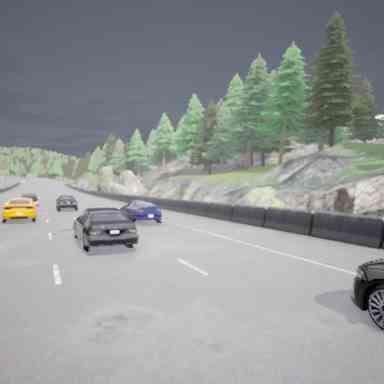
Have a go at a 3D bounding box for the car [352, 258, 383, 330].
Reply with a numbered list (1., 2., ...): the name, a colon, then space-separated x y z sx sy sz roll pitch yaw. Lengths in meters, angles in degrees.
1. car: 4.395 1.421 4.100 2.128 1.511 4.902 0 1 -24

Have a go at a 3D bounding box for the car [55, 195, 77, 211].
1. car: -12.429 1.032 32.933 2.033 1.411 5.357 0 1 -24

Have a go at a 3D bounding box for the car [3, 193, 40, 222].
1. car: -11.684 1.123 22.760 1.882 1.535 5.008 0 1 -24

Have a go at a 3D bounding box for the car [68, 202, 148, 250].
1. car: -3.599 1.337 13.327 2.033 1.411 5.357 0 1 -24

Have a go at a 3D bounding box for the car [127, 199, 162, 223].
1. car: -3.324 1.189 21.239 1.812 1.442 4.674 0 1 -24
